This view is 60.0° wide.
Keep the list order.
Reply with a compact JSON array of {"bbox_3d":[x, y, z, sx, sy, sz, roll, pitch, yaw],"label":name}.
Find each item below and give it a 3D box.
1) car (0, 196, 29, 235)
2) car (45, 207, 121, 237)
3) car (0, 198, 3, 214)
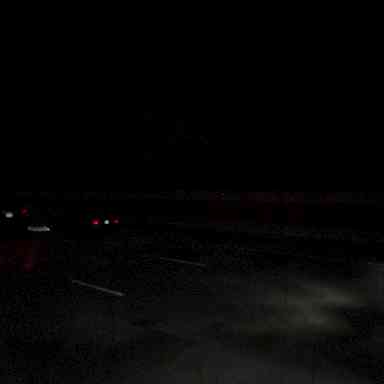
[{"bbox_3d":[-10.707,1.210,17.783,5.566,2.045,2.150,0,0,43],"label":"car"},{"bbox_3d":[-6.066,1.549,18.199,5.357,1.411,2.033,0,0,43],"label":"car"},{"bbox_3d":[-21.300,1.453,34.913,1.882,1.535,5.008,0,0,-38],"label":"car"}]
